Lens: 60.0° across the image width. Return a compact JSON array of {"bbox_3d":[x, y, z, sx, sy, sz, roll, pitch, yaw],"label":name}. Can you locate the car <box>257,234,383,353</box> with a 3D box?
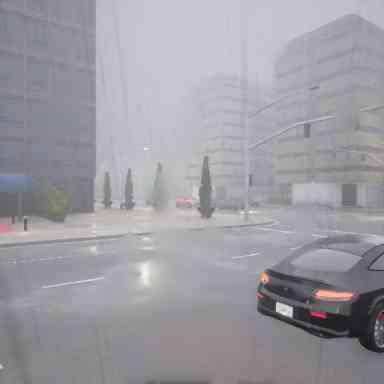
[{"bbox_3d":[3.210,1.526,6.110,4.674,1.442,1.812,0,0,-35],"label":"car"}]

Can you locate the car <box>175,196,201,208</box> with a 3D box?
[{"bbox_3d":[-0.467,1.352,47.548,2.097,1.767,4.553,0,0,-35],"label":"car"}]

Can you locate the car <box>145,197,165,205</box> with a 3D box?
[{"bbox_3d":[-6.161,1.564,55.686,1.994,1.385,4.181,0,0,-35],"label":"car"}]

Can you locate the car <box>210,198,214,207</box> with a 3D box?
[{"bbox_3d":[2.513,1.564,49.734,1.994,1.385,4.181,0,0,-35],"label":"car"}]

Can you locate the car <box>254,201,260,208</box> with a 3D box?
[{"bbox_3d":[7.601,1.601,48.576,1.895,1.301,4.718,0,0,-35],"label":"car"}]

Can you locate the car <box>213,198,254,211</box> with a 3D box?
[{"bbox_3d":[4.916,1.564,39.870,1.994,1.385,4.181,0,0,-35],"label":"car"}]
